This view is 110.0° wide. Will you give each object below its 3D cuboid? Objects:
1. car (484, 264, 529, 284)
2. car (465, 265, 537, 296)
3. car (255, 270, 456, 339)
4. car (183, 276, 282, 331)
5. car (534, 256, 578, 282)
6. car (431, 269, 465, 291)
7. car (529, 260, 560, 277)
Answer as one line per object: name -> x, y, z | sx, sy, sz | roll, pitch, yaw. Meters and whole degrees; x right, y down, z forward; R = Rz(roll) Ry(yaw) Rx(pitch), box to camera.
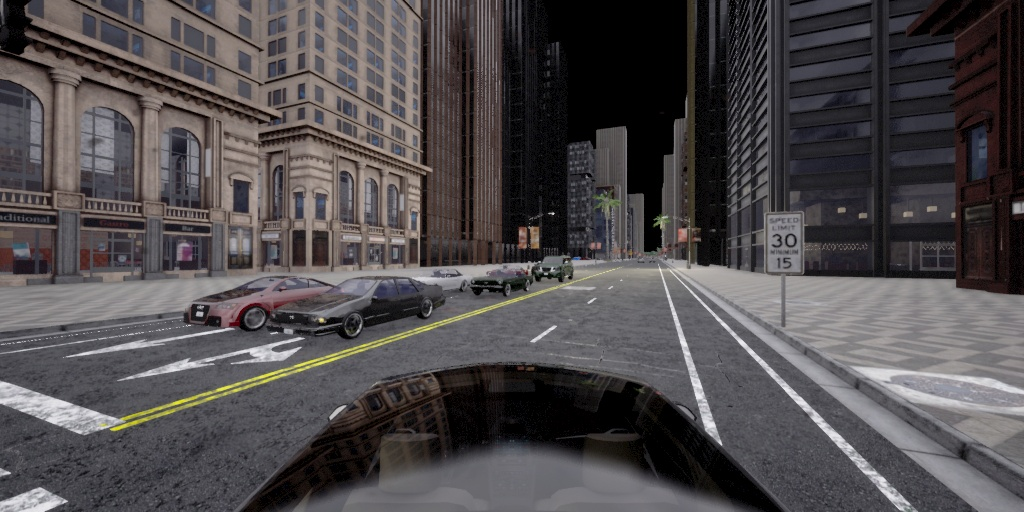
car -> -0.304, 1.364, 28.442 | 1.895, 1.301, 4.718 | 0, 0, 22
car -> -0.439, 1.357, 19.394 | 1.895, 1.301, 4.718 | 0, 0, 22
car -> -4.016, 1.299, 10.497 | 2.033, 1.411, 5.357 | 0, 0, 22
car -> -7.285, 1.315, 11.069 | 1.994, 1.385, 4.181 | 0, 0, 22
car -> 3.555, 0.986, 29.318 | 2.150, 2.045, 5.566 | 0, 0, 22
car -> -4.021, 1.356, 19.200 | 1.895, 1.301, 4.718 | 0, 0, 22
car -> 3.538, 1.250, 37.897 | 1.882, 1.535, 5.008 | 0, 0, 22
